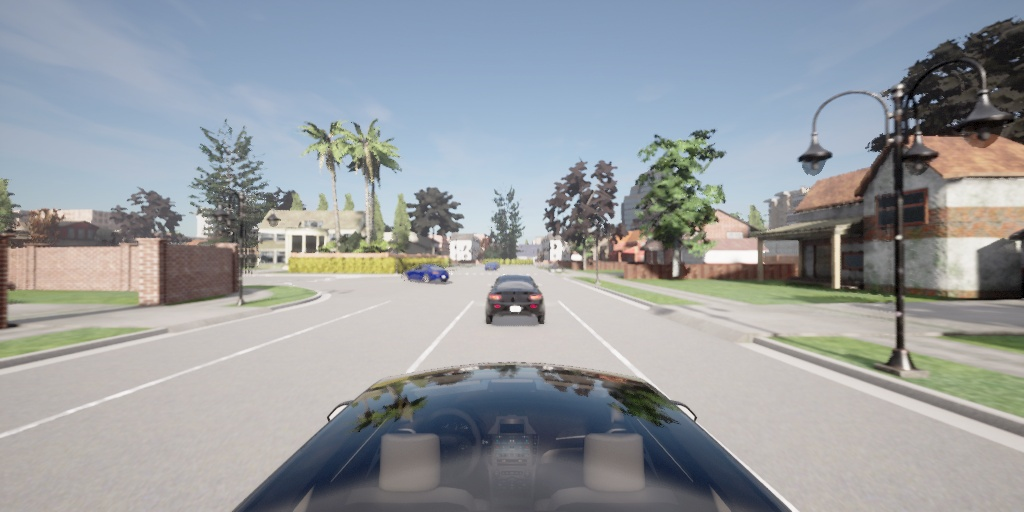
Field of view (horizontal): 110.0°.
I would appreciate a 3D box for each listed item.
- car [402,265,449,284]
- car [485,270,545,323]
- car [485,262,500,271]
[{"bbox_3d":[-7.107,1.457,29.510,4.674,1.442,1.812,0,-1,40],"label":"car"},{"bbox_3d":[0.097,1.372,12.414,1.812,1.442,4.674,0,-1,0],"label":"car"},{"bbox_3d":[-3.572,1.753,60.889,1.882,1.535,5.008,0,0,1],"label":"car"}]
